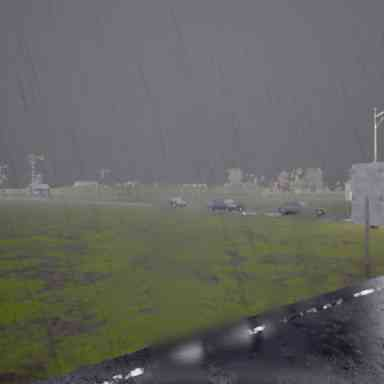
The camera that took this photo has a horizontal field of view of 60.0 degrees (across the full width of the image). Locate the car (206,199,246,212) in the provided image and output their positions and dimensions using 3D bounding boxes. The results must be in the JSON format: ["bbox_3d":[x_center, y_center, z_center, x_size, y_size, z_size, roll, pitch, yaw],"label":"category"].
[{"bbox_3d":[3.819,1.511,38.761,2.033,1.411,5.357,-1,0,-35],"label":"car"}]

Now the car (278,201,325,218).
[{"bbox_3d":[9.757,1.532,29.895,1.994,1.385,4.181,-1,0,-33],"label":"car"}]

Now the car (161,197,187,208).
[{"bbox_3d":[-2.640,1.464,47.574,1.837,1.490,4.892,-1,1,-37],"label":"car"}]
